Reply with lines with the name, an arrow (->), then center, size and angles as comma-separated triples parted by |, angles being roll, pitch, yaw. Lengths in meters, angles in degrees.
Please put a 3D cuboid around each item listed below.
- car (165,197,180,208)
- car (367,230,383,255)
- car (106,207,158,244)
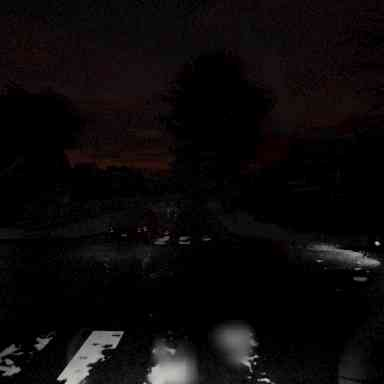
car -> -2.705, 1.432, 47.141 | 2.128, 1.511, 4.902 | 0, 0, 0
car -> 8.445, 1.651, 11.475 | 4.181, 1.385, 1.994 | 1, 1, 4
car -> -2.746, 1.486, 16.052 | 1.882, 1.535, 5.008 | 0, 0, 0
